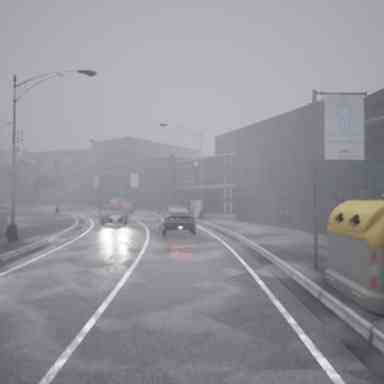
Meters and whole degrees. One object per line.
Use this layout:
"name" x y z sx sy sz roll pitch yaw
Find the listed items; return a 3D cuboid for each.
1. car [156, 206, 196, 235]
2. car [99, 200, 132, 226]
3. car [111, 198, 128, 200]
"car" -0.973 1.592 19.564 1.837 1.490 4.892 0 0 -9
"car" -5.819 1.580 24.542 2.128 1.511 4.902 1 0 -17
"car" -8.671 1.500 38.666 2.097 1.767 4.553 1 -1 -34
